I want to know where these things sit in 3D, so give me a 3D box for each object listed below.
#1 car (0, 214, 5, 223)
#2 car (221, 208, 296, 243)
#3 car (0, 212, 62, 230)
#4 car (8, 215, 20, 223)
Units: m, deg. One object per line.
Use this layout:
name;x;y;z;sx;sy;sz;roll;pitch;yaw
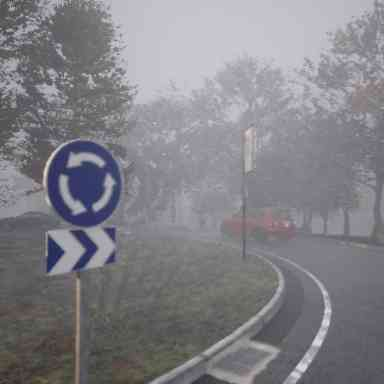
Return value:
car;-45.070;6.252;77.576;2.150;2.045;5.566;1;-7;-26
car;4.080;2.030;21.248;2.150;2.045;5.566;2;-2;-29
car;-13.876;2.443;28.548;5.008;1.535;1.882;1;-2;-11
car;-38.102;5.725;71.239;2.128;1.511;4.902;1;-7;-26
